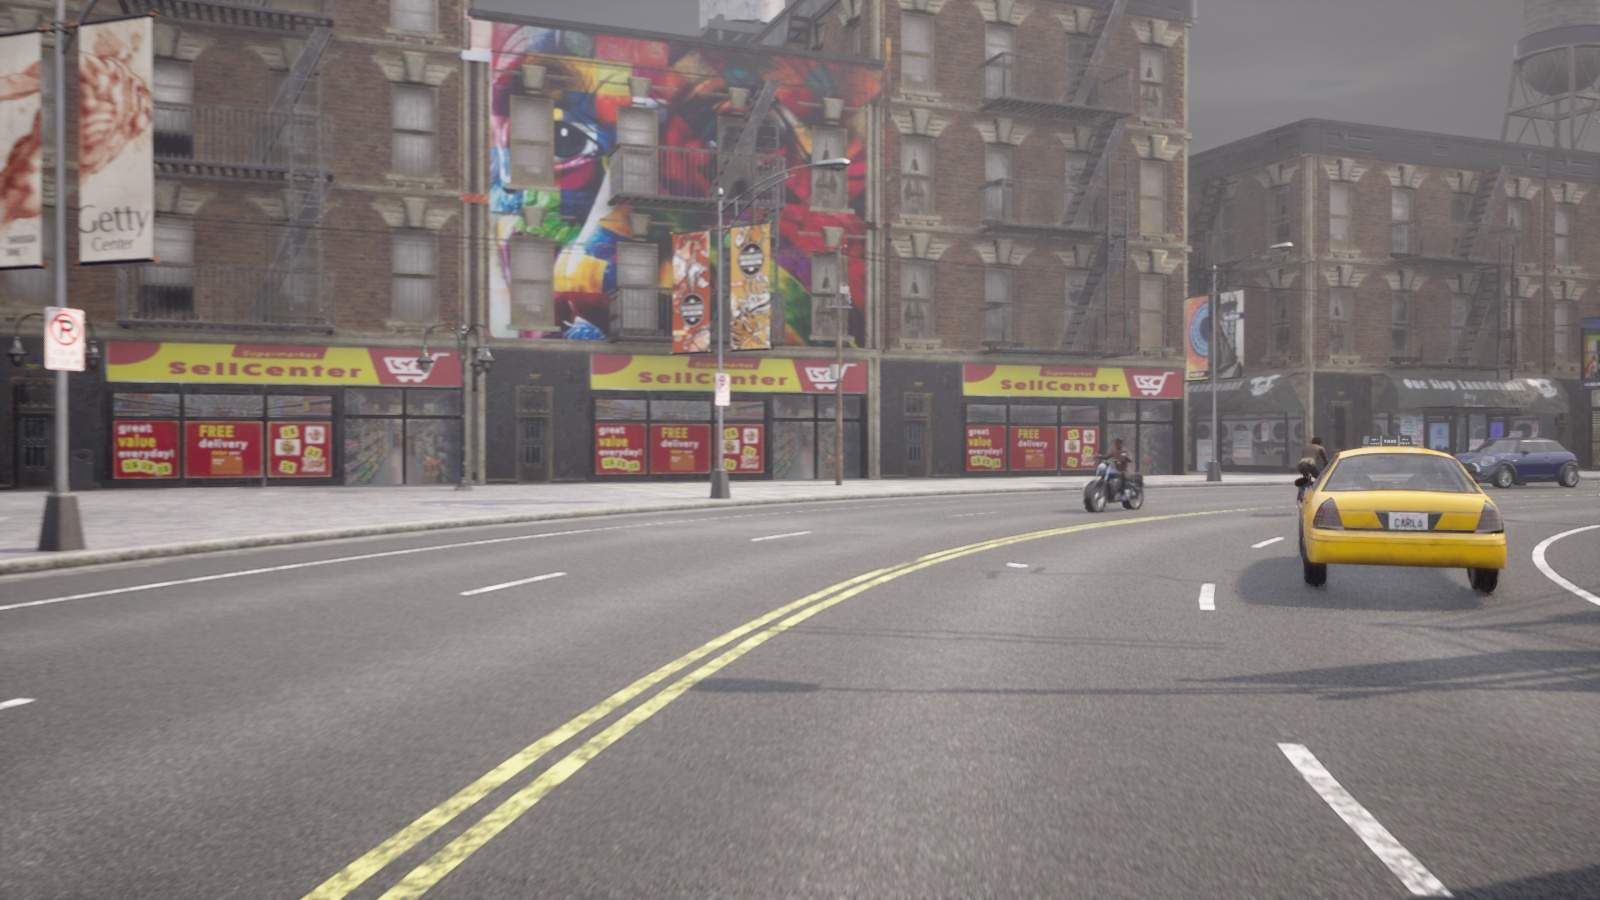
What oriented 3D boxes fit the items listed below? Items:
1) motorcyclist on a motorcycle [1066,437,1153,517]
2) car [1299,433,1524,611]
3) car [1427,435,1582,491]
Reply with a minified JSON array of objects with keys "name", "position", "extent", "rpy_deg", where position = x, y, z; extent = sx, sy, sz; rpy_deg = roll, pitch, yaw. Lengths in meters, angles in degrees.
[{"name":"motorcyclist on a motorcycle","position":[6.703,0.555,27.100],"extent":[0.766,1.649,2.350],"rpy_deg":[1,1,43]},{"name":"car","position":[6.538,0.618,13.938],"extent":[1.801,1.575,5.366],"rpy_deg":[0,0,21]},{"name":"car","position":[23.526,0.409,41.935],"extent":[4.553,1.767,2.097],"rpy_deg":[0,0,-21]}]
